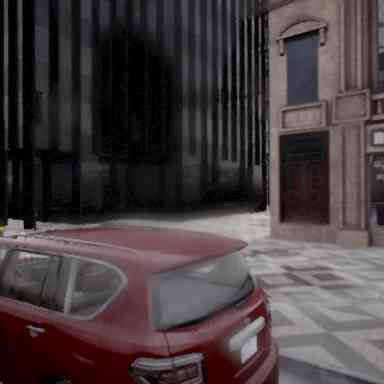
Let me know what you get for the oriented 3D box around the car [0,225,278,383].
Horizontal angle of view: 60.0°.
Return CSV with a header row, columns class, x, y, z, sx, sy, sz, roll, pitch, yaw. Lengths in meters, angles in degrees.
class,x,y,z,sx,sy,sz,roll,pitch,yaw
car,-1.492,1.349,4.023,5.009,1.841,2.192,-1,0,36
